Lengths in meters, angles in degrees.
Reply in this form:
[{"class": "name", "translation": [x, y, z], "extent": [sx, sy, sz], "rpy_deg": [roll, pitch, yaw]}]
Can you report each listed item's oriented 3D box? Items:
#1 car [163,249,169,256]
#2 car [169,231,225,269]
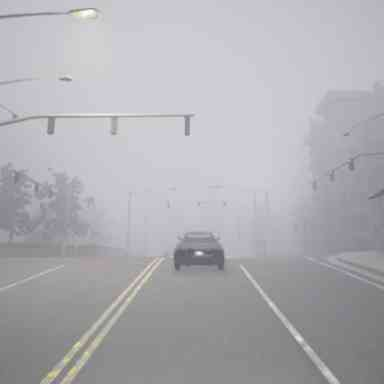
[{"class": "car", "translation": [-2.775, 8.262, 44.236], "extent": [2.033, 1.411, 5.357], "rpy_deg": [0, -12, 1]}, {"class": "car", "translation": [0.298, 2.336, 14.026], "extent": [1.994, 1.385, 4.181], "rpy_deg": [0, -4, 1]}]
